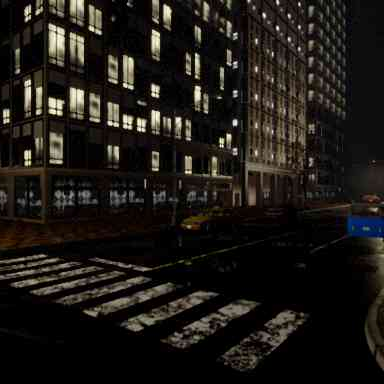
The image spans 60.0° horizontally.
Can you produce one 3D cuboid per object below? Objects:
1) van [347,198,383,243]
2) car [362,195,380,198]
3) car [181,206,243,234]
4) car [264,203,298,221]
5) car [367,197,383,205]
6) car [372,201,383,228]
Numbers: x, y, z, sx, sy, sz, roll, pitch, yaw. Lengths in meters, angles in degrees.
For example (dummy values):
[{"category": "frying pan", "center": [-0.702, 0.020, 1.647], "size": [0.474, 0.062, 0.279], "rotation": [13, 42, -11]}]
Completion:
[{"category": "van", "center": [8.696, 1.366, 15.918], "size": [1.690, 1.788, 3.998], "rotation": [0, 0, 38]}, {"category": "car", "center": [31.165, 1.375, 58.221], "size": [2.192, 1.841, 5.009], "rotation": [0, 0, 38]}, {"category": "car", "center": [1.306, 1.534, 19.631], "size": [1.752, 1.417, 4.829], "rotation": [0, 0, 38]}, {"category": "car", "center": [7.413, 1.598, 27.354], "size": [1.802, 1.307, 4.206], "rotation": [0, 0, 38]}, {"category": "car", "center": [34.557, 1.619, 62.629], "size": [2.008, 1.369, 4.403], "rotation": [0, 0, 38]}, {"category": "car", "center": [13.658, 1.470, 22.548], "size": [1.967, 1.590, 4.097], "rotation": [0, 0, 38]}]
